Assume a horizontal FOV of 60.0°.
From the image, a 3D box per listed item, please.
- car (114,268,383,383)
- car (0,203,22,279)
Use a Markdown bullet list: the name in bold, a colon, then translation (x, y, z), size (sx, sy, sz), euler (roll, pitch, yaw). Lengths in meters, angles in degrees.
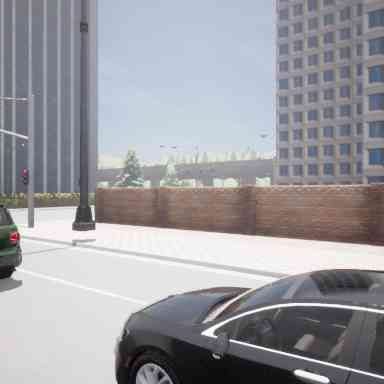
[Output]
- **car**: translation (1.377, 1.505, 3.009), size (4.892, 1.490, 1.837), euler (0, 0, 35)
- **car**: translation (-6.706, 1.221, 8.745), size (5.566, 2.045, 2.150), euler (0, 0, 35)
